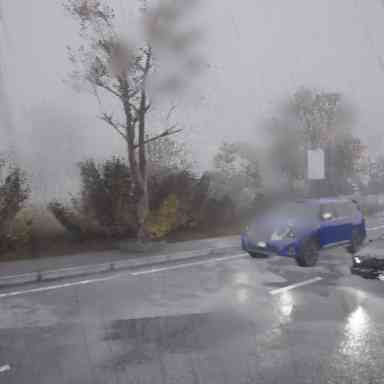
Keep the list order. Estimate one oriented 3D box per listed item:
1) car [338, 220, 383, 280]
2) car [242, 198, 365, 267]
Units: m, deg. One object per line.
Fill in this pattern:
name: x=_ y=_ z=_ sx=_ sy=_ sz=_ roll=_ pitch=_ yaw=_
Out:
car: x=6.413 y=1.560 z=9.222 sx=5.357 sy=1.411 sz=2.033 roll=0 pitch=0 yaw=-40
car: x=4.216 y=1.252 z=11.937 sx=5.566 sy=2.045 sz=2.150 roll=0 pitch=0 yaw=-41
